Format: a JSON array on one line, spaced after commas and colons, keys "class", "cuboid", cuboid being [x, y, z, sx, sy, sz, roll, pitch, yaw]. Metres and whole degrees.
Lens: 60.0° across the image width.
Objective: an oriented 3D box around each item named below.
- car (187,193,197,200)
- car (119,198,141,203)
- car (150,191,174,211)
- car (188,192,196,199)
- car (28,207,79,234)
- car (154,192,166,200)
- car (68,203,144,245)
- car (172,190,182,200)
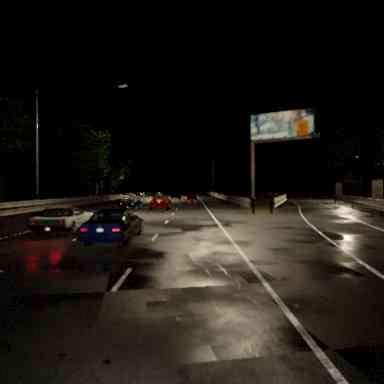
[{"class": "car", "cuboid": [0.039, 0.921, 67.351, 1.812, 1.442, 4.674, 0, 0, 1]}, {"class": "car", "cuboid": [-6.904, 1.292, 37.506, 1.895, 1.301, 4.718, 0, 1, 0]}, {"class": "car", "cuboid": [-3.395, 1.051, 36.665, 2.097, 1.767, 4.553, 0, 1, 0]}, {"class": "car", "cuboid": [0.007, 0.841, 75.771, 1.812, 1.442, 4.674, 0, 1, 0]}, {"class": "car", "cuboid": [-6.898, 1.466, 18.100, 1.895, 1.301, 4.718, 0, 0, 0]}, {"class": "car", "cuboid": [-6.993, 0.869, 72.715, 2.128, 1.511, 4.902, 0, 1, 0]}, {"class": "car", "cuboid": [-3.399, 1.439, 14.784, 2.033, 1.411, 5.357, 0, 0, 0]}, {"class": "car", "cuboid": [-3.493, 0.577, 71.910, 2.150, 2.045, 5.566, 0, 1, 0]}]
